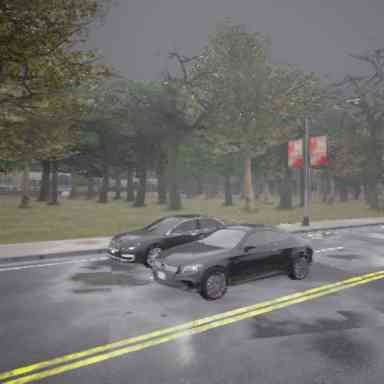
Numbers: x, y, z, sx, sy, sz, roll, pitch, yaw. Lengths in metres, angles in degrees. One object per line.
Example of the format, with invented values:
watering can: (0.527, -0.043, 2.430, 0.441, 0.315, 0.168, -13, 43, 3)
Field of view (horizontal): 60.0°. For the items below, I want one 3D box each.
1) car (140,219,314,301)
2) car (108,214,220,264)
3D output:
car: (1.240, 1.565, 8.566, 4.674, 1.442, 1.812, 0, 0, -36)
car: (-0.393, 1.546, 11.392, 4.892, 1.490, 1.837, 1, 0, -36)
